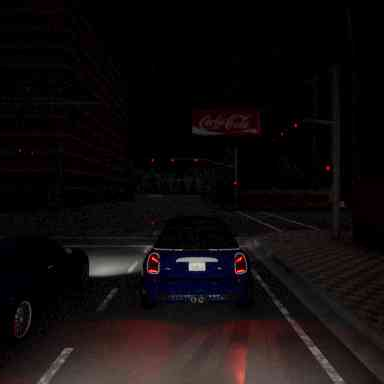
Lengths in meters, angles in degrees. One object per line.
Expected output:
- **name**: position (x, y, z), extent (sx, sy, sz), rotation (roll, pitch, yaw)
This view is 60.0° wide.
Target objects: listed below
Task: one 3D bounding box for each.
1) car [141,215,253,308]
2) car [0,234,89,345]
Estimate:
- **car**: position (0.086, 1.352, 8.058), extent (2.097, 1.767, 4.553), rotation (0, 0, 0)
- **car**: position (-3.420, 1.526, 6.263), extent (1.812, 1.442, 4.674), rotation (0, 0, 0)
